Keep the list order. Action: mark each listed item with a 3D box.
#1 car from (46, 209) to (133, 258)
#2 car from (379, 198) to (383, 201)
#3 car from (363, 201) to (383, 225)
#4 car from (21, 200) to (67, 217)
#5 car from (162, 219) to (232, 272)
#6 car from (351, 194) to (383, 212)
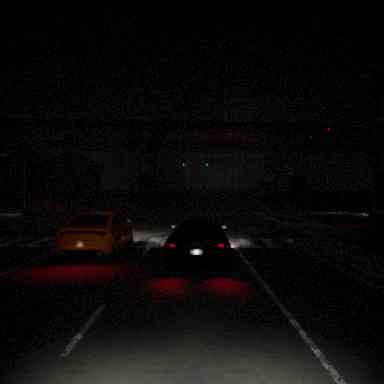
[{"bbox_3d":[-3.487,1.472,12.722,1.882,1.535,5.008,0,0,-1],"label":"car"},{"bbox_3d":[22.083,1.588,33.051,5.357,1.411,2.033,0,0,-1],"label":"car"},{"bbox_3d":[14.611,1.532,22.391,4.892,1.490,1.837,0,0,0],"label":"car"},{"bbox_3d":[-13.722,1.451,30.743,5.008,1.535,1.882,0,-1,30],"label":"car"},{"bbox_3d":[0.213,1.565,10.833,1.994,1.385,4.181,0,0,3],"label":"car"},{"bbox_3d":[20.523,1.259,36.547,5.566,2.045,2.150,0,0,0],"label":"car"}]
